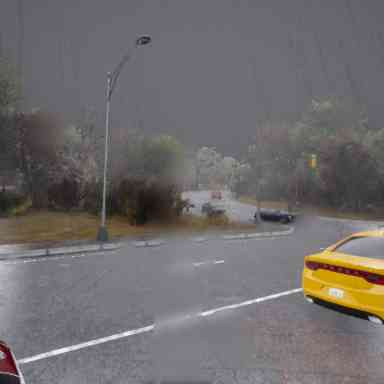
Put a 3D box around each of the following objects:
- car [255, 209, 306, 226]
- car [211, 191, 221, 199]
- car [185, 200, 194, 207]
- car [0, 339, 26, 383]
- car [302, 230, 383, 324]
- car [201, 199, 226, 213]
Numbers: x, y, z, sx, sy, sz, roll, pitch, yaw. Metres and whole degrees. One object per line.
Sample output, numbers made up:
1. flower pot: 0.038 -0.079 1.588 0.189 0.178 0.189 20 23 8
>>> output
1. car: 7.625 2.155 29.056 1.895 1.301 4.718 3 -1 -25
2. car: 5.740 0.746 79.003 2.150 2.045 5.566 2 2 -1
3. car: -0.926 1.745 52.309 1.994 1.385 4.181 2 1 -14
4. car: -3.190 1.353 1.475 4.553 1.767 2.097 0 0 -35
5. car: 4.400 1.543 6.895 5.008 1.535 1.882 1 -1 -35
6. car: 2.616 1.987 40.823 1.837 1.490 4.892 2 0 -19
